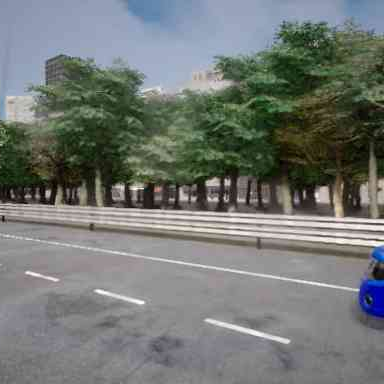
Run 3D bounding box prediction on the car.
[{"bbox_3d":[5.314,1.223,4.378,5.566,2.045,2.150,0,0,36],"label":"car"}]
